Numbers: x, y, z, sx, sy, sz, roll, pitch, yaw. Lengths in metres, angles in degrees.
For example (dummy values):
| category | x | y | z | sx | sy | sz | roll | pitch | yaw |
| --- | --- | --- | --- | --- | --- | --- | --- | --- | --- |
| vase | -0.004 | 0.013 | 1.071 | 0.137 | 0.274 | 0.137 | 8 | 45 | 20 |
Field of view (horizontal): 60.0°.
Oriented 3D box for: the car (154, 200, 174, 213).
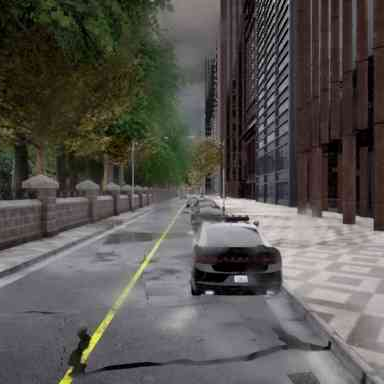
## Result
| category | x | y | z | sx | sy | sz | roll | pitch | yaw |
| --- | --- | --- | --- | --- | --- | --- | --- | --- | --- |
| car | -2.979 | 1.571 | 36.494 | 1.895 | 1.301 | 4.718 | 0 | 0 | 0 |

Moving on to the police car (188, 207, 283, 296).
| category | x | y | z | sx | sy | sz | roll | pitch | yaw |
| --- | --- | --- | --- | --- | --- | --- | --- | --- | --- |
| police car | 0.927 | 1.423 | 8.810 | 1.930 | 1.638 | 5.238 | 0 | 0 | 0 |

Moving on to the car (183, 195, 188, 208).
| category | x | y | z | sx | sy | sz | roll | pitch | yaw |
| --- | --- | --- | --- | --- | --- | --- | --- | --- | --- |
| car | 0.176 | 1.509 | 46.892 | 2.033 | 1.411 | 5.357 | 0 | 0 | 1 |

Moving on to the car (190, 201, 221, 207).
| category | x | y | z | sx | sy | sz | roll | pitch | yaw |
| --- | --- | --- | --- | --- | --- | --- | --- | --- | --- |
| car | 0.960 | 1.494 | 18.700 | 1.837 | 1.490 | 4.892 | 0 | 0 | 0 |

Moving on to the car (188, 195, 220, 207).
| category | x | y | z | sx | sy | sz | roll | pitch | yaw |
| --- | --- | --- | --- | --- | --- | --- | --- | --- | --- |
| car | 0.981 | 1.334 | 24.670 | 2.097 | 1.767 | 4.553 | 0 | 0 | 0 |
